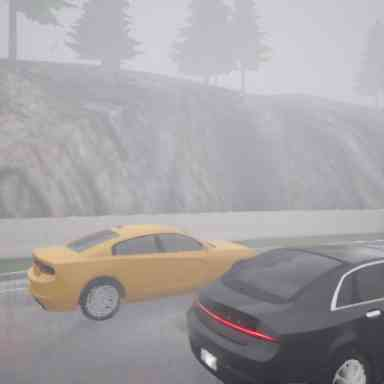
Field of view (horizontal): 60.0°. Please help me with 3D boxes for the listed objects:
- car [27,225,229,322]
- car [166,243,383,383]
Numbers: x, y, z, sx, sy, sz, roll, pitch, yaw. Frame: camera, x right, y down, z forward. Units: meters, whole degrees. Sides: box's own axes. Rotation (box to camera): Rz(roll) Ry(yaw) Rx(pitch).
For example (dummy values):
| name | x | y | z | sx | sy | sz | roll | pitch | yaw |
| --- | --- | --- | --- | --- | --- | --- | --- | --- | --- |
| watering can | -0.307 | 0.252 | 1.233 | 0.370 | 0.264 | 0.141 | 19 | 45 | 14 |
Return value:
| name | x | y | z | sx | sy | sz | roll | pitch | yaw |
| --- | --- | --- | --- | --- | --- | --- | --- | --- | --- |
| car | -0.779 | 1.455 | 7.228 | 5.008 | 1.535 | 1.882 | 0 | 0 | -31 |
| car | 2.279 | 1.509 | 4.688 | 4.892 | 1.490 | 1.837 | 0 | 0 | -30 |
